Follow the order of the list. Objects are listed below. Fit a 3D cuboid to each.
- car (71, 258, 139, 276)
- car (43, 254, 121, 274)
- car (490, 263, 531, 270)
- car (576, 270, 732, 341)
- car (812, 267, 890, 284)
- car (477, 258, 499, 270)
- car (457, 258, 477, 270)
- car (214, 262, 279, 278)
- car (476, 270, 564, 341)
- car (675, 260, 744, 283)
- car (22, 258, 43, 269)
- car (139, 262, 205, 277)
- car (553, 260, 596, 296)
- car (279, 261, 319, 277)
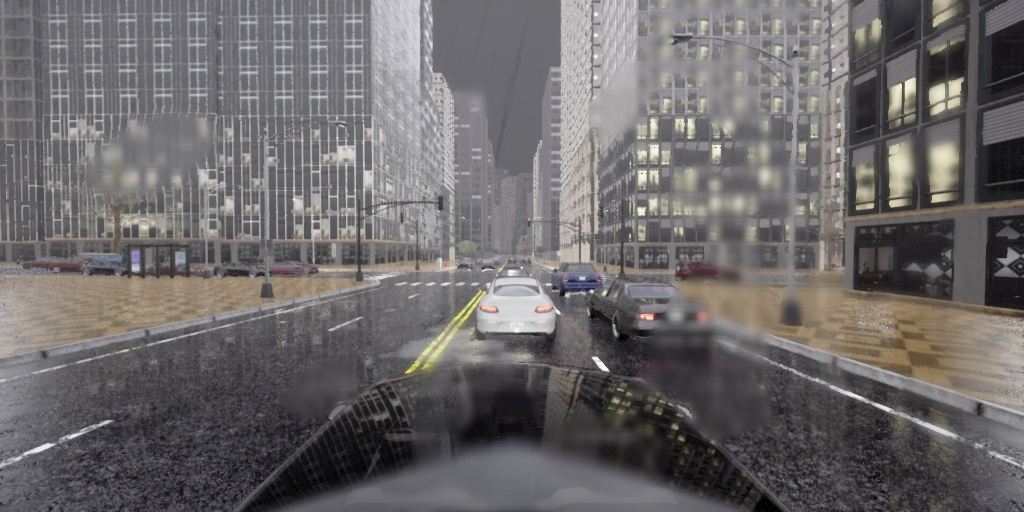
[{"bbox_3d":[-34.091,1.062,30.609,4.313,1.339,1.948,0,0,1],"label":"car"},{"bbox_3d":[-39.762,0.878,33.364,5.008,1.535,1.882,1,1,1],"label":"car"},{"bbox_3d":[0.102,1.283,18.933,2.033,1.411,5.357,0,0,0],"label":"car"},{"bbox_3d":[3.353,1.291,9.829,2.033,1.411,5.357,0,0,0],"label":"car"},{"bbox_3d":[27.646,1.571,29.569,4.829,1.417,1.751,0,0,1],"label":"car"},{"bbox_3d":[-3.334,1.248,51.351,2.033,1.411,5.357,0,0,0],"label":"car"},{"bbox_3d":[-6.581,1.053,51.247,2.097,1.767,4.553,0,0,0],"label":"car"},{"bbox_3d":[-22.727,1.166,30.301,4.313,1.339,1.948,0,0,1],"label":"car"},{"bbox_3d":[0.100,1.270,9.688,1.812,1.442,4.674,0,0,0],"label":"car"},{"bbox_3d":[16.198,1.262,29.767,5.009,1.841,2.192,0,0,1],"label":"car"},{"bbox_3d":[-50.964,0.784,39.388,4.207,1.307,1.802,0,0,1],"label":"car"},{"bbox_3d":[-28.411,1.131,30.435,4.207,1.307,1.802,0,0,1],"label":"car"},{"bbox_3d":[3.353,1.088,19.215,2.097,1.767,4.553,0,0,0],"label":"car"},{"bbox_3d":[-20.159,1.143,32.956,4.181,1.385,1.994,1,1,1],"label":"car"}]
